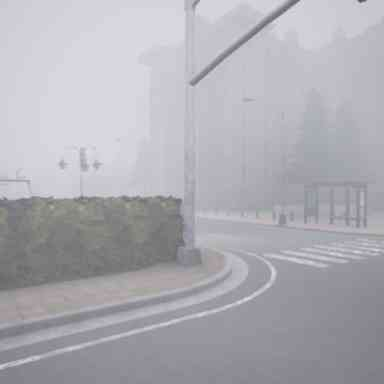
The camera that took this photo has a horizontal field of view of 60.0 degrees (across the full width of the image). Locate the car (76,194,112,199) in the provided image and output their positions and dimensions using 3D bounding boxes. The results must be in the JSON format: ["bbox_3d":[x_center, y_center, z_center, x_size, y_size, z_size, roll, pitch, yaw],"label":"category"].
[{"bbox_3d":[-8.048,1.244,29.336,2.150,2.045,5.566,0,0,-35],"label":"car"}]

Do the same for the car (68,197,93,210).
[{"bbox_3d":[-15.435,1.513,45.843,1.882,1.535,5.008,0,0,-36],"label":"car"}]
